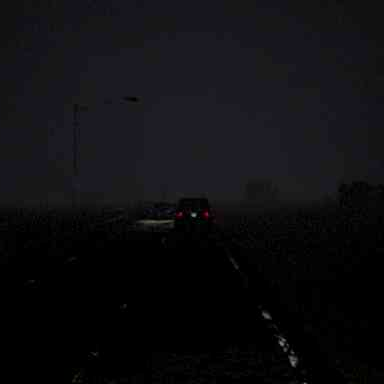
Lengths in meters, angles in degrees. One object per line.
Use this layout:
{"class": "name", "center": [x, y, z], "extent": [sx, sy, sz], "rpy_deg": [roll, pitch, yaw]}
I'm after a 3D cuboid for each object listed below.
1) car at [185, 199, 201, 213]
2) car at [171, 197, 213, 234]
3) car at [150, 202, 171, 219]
{"class": "car", "center": [0.087, 1.695, 41.175], "extent": [1.882, 1.535, 5.008], "rpy_deg": [0, -1, 0]}
{"class": "car", "center": [0.089, 1.321, 20.198], "extent": [2.150, 2.045, 5.566], "rpy_deg": [0, 0, 0]}
{"class": "car", "center": [-2.761, 1.634, 30.807], "extent": [1.882, 1.535, 5.008], "rpy_deg": [0, 0, 0]}
